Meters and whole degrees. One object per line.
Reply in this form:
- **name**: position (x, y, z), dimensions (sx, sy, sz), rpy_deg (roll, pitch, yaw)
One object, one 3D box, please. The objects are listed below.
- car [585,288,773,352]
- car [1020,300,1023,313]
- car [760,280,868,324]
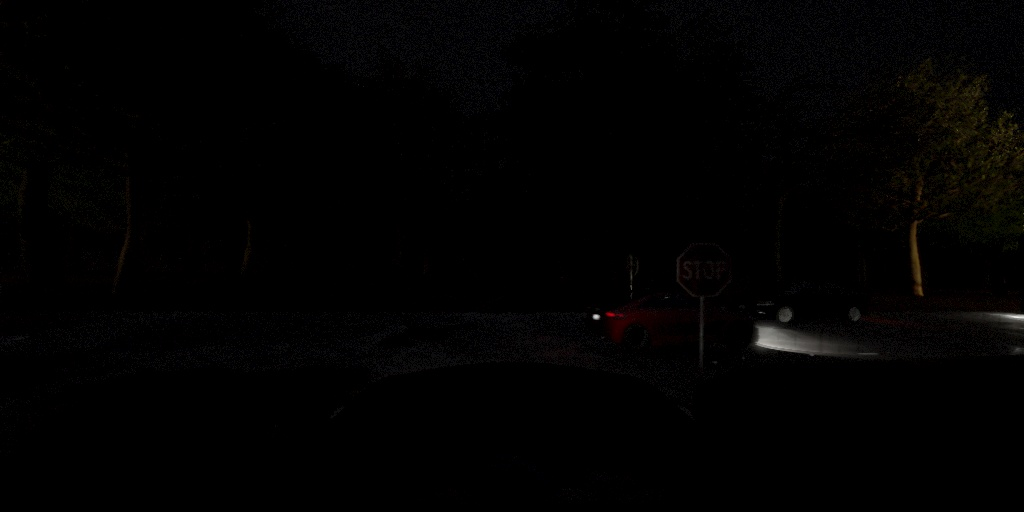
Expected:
- **car**: position (4.083, 1.555, 9.385), dimensions (4.181, 1.385, 1.994), rpy_deg (2, 0, -10)
- **car**: position (27.318, 2.202, 17.384), dimensions (4.892, 1.490, 1.837), rpy_deg (2, 0, -14)
- **car**: position (11.001, 1.670, 13.822), dimensions (5.008, 1.535, 1.882), rpy_deg (1, 0, -11)
